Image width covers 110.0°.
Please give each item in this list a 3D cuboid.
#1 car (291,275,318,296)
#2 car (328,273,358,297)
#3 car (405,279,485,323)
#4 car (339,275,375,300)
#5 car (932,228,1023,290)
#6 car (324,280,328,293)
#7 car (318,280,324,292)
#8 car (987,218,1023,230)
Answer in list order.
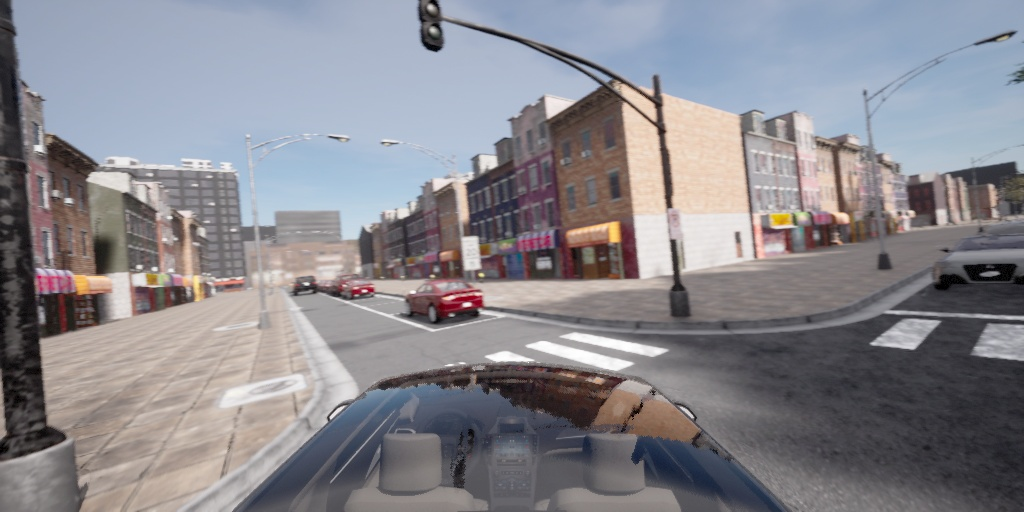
[{"bbox_3d":[-23.166,3.274,40.084,2.150,2.045,5.566,-5,0,-33],"label":"car"},{"bbox_3d":[-14.511,2.515,31.623,2.192,1.841,5.009,0,0,-33],"label":"car"},{"bbox_3d":[-2.616,1.558,13.455,1.888,1.381,4.507,0,0,-33],"label":"car"},{"bbox_3d":[-11.538,2.447,27.081,1.888,1.381,4.507,0,0,-33],"label":"car"},{"bbox_3d":[13.422,0.102,9.944,4.181,1.385,1.994,-5,-1,-33],"label":"car"},{"bbox_3d":[-17.485,3.083,36.166,1.802,1.307,4.207,0,0,-33],"label":"car"},{"bbox_3d":[-20.458,3.385,40.708,1.802,1.307,4.207,0,0,-33],"label":"car"},{"bbox_3d":[22.077,-0.740,15.710,4.892,1.490,1.837,-5,-1,-33],"label":"car"}]
